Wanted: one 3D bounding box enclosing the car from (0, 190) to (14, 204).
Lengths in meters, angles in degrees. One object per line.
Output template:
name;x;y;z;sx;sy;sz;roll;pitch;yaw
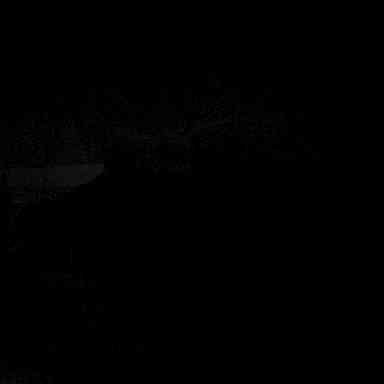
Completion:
car;-21.013;0.441;35.994;1.812;1.442;4.674;2;1;-9
